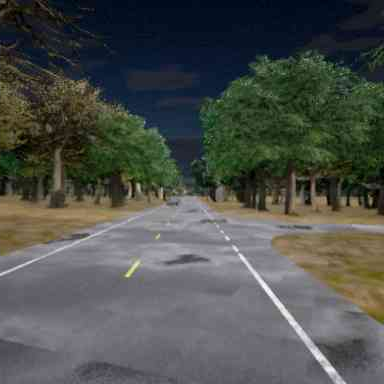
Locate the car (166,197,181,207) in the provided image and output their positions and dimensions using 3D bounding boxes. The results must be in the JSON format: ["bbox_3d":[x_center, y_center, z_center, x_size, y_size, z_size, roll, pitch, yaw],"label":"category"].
[{"bbox_3d":[-3.542,1.776,60.685,2.097,1.767,4.553,0,-1,0],"label":"car"}]
